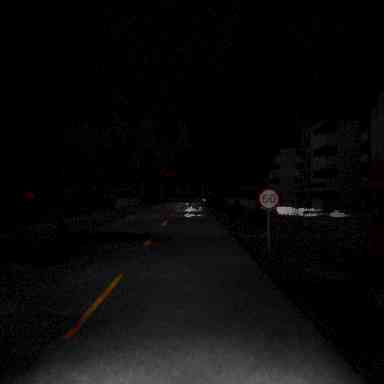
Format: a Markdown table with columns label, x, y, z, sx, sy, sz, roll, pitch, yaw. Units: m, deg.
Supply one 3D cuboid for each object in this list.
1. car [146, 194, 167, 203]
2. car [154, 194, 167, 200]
| label | x | y | z | sx | sy | sz | roll | pitch | yaw |
| --- | --- | --- | --- | --- | --- | --- | --- | --- | --- |
| car | -7.572 | 1.743 | 69.978 | 4.902 | 1.511 | 2.128 | 0 | 0 | 32 |
| car | -8.972 | 1.411 | 95.210 | 3.633 | 1.501 | 1.845 | 0 | 0 | 0 |
